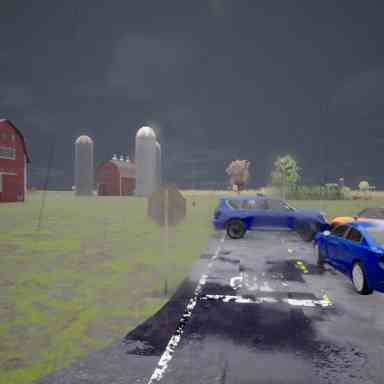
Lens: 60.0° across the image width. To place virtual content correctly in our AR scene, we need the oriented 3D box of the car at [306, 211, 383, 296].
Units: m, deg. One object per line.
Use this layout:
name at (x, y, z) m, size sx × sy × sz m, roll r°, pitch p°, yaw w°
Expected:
car at (4.679, 1.480, 8.647) m, size 1.882 × 1.535 × 5.008 m, roll 0°, pitch 0°, yaw 4°

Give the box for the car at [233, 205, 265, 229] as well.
car at (3.863, 1.601, 22.685) m, size 1.895 × 1.301 × 4.718 m, roll 0°, pitch 0°, yaw 9°

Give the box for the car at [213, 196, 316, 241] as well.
car at (3.798, 1.219, 16.425) m, size 5.566 × 2.045 × 2.150 m, roll 0°, pitch 0°, yaw 13°

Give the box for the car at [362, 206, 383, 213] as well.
car at (8.006, 1.369, 14.081) m, size 2.097 × 1.767 × 4.553 m, roll 0°, pitch 0°, yaw -25°

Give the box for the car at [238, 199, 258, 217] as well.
car at (5.528, 1.502, 32.991) m, size 1.837 × 1.490 × 4.892 m, roll 0°, pitch 0°, yaw 9°
